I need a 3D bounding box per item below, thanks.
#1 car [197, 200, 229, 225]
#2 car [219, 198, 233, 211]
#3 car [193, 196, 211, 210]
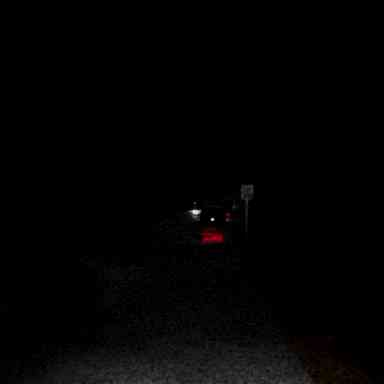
[{"bbox_3d":[1.653,1.621,24.990,1.837,1.490,4.892,0,0,6],"label":"car"},{"bbox_3d":[4.214,1.560,42.686,2.128,1.511,4.902,1,1,10],"label":"car"},{"bbox_3d":[1.452,1.374,43.806,2.097,1.767,4.553,1,1,11],"label":"car"}]
